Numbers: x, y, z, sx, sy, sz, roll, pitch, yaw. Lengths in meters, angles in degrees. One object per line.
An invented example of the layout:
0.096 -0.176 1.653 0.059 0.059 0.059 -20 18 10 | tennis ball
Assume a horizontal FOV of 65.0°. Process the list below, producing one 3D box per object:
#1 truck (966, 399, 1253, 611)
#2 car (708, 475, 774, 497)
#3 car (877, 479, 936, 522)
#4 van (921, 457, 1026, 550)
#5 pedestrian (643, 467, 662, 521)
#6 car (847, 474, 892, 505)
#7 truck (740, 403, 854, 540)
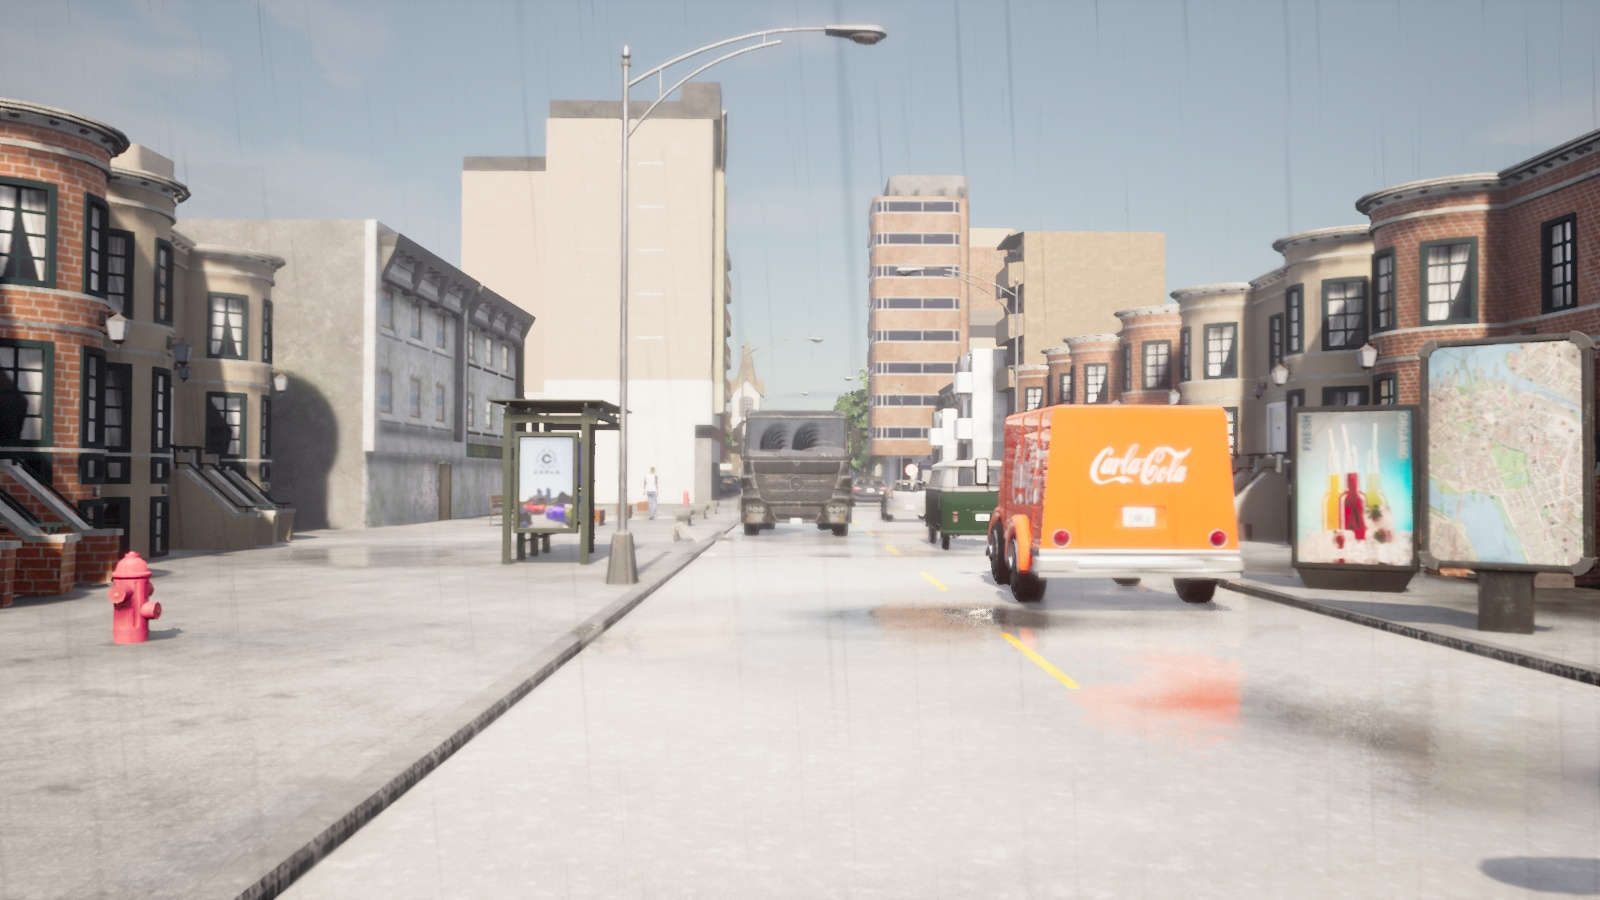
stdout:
3.956 0.698 17.254 2.627 2.467 5.204 0 -1 0 | truck
-4.608 2.833 98.000 4.611 1.667 2.242 -1 -2 22 | car
3.885 1.832 46.175 1.845 1.501 3.633 0 -1 0 | car
3.927 1.197 29.101 1.775 1.987 4.442 0 -1 0 | van
-5.045 1.492 42.908 0.354 1.836 0.706 -1 -1 21 | pedestrian
3.790 2.171 69.356 2.242 1.667 4.611 0 -1 0 | car
-0.093 0.628 35.911 2.891 3.462 7.936 0 -1 0 | truck
